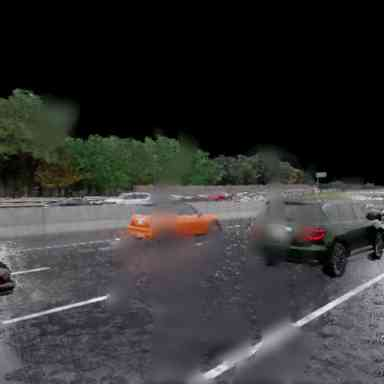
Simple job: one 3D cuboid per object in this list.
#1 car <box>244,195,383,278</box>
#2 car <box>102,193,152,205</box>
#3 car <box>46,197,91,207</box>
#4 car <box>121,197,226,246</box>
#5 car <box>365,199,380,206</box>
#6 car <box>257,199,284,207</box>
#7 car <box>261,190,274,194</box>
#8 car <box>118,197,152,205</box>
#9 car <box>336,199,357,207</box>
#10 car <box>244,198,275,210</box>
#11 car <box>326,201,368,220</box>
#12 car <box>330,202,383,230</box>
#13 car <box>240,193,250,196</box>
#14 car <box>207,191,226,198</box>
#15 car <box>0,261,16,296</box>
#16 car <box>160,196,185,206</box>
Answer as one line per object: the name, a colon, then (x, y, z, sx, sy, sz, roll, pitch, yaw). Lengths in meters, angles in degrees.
car: (4.156, 1.198, 10.402, 5.566, 2.045, 2.150, 0, 0, -45)
car: (-6.505, 1.090, 34.462, 5.566, 2.045, 2.150, 0, 0, -45)
car: (-13.262, 1.312, 35.817, 2.128, 1.511, 4.902, 0, 0, 37)
car: (-0.642, 1.290, 15.363, 4.553, 1.767, 2.097, 0, 0, -45)
car: (42.133, 2.505, 77.577, 4.892, 1.490, 1.837, 2, -1, -45)
car: (12.568, 1.753, 53.253, 4.718, 1.301, 1.895, 1, -1, -44)
car: (20.850, 0.356, 91.861, 2.150, 2.045, 5.566, 1, 2, 33)
car: (-4.007, 1.437, 32.015, 5.357, 1.411, 2.033, 0, 0, -45)
car: (31.046, 2.138, 66.595, 5.357, 1.411, 2.033, 2, -1, -45)
car: (9.228, 1.584, 45.095, 4.674, 1.442, 1.812, 1, 0, -44)
car: (13.955, 1.564, 29.820, 4.892, 1.490, 1.837, 1, 0, -45)
car: (11.402, 1.512, 22.366, 4.902, 1.511, 2.128, 1, 0, -45)
car: (12.672, 1.038, 78.883, 1.994, 1.385, 4.181, 1, 1, 31)
car: (4.889, 0.933, 65.658, 2.150, 2.045, 5.566, 1, 1, 30)
car: (-5.895, 1.505, 5.236, 5.357, 1.411, 2.033, 0, 0, -45)
car: (-2.992, 1.403, 51.622, 1.994, 1.385, 4.181, 1, 1, 30)
